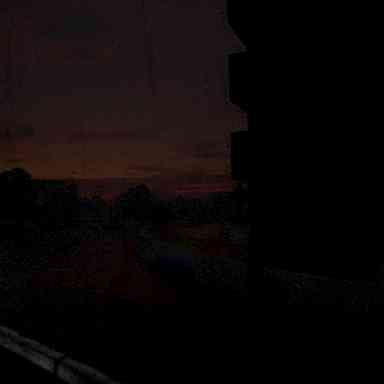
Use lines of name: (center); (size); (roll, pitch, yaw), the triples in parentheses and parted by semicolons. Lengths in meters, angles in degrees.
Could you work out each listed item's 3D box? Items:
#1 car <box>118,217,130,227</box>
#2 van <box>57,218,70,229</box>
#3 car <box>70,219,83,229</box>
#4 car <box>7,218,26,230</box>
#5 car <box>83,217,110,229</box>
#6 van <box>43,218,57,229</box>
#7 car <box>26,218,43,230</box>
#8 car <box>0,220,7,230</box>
car: (-19.558, 8.671, 91.574); (2.163, 1.488, 4.792); (0, 1, 10)
van: (-24.672, 5.647, 59.015); (4.442, 1.987, 1.878); (0, -6, 5)
car: (-23.487, 6.163, 61.709); (4.892, 1.521, 2.231); (-1, -6, 6)
car: (-28.682, 5.041, 50.841); (4.674, 1.452, 2.002); (0, -6, 5)
car: (-19.634, 6.783, 69.881); (5.566, 2.045, 2.435); (0, -6, 6)
van: (-25.968, 5.356, 56.294); (4.442, 1.987, 1.878); (-1, -6, 6)
car: (-27.568, 5.290, 53.578); (5.366, 1.575, 1.946); (0, -6, 5)
car: (-29.964, 4.749, 48.113); (4.674, 1.452, 2.002); (0, -6, 5)
